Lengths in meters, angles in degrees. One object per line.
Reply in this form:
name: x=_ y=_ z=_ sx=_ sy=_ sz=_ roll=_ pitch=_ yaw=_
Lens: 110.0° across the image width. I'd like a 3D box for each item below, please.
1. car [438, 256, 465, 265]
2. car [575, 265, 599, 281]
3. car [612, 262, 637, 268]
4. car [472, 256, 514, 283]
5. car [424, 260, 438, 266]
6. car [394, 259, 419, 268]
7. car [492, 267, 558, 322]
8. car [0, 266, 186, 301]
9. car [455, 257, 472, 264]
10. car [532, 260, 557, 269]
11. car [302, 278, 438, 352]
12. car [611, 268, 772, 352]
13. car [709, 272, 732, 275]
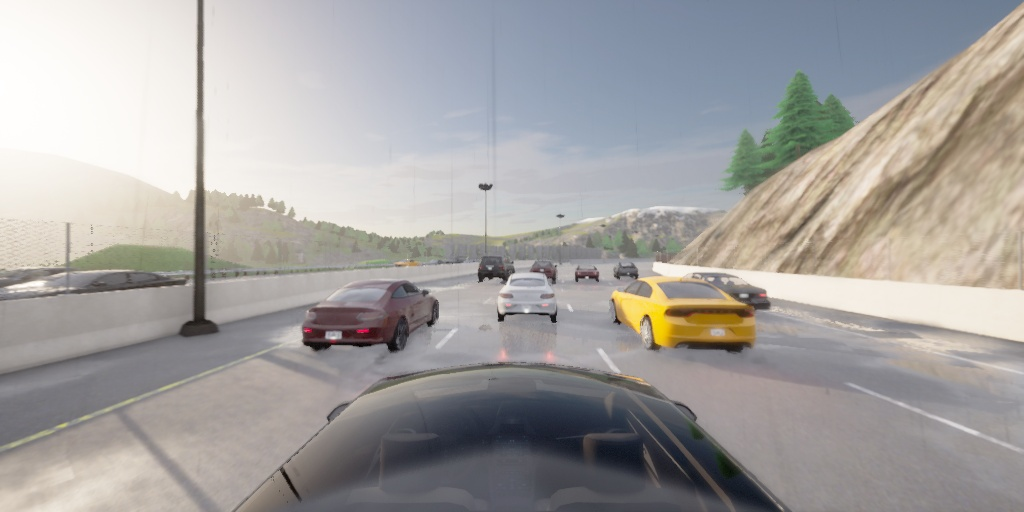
car: x=-9.037 y=0.997 z=56.682 sx=2.150 sy=2.045 sz=5.566 roll=0 pitch=0 yaw=18
car: x=6.224 y=1.393 z=30.068 sx=1.895 sy=1.301 sz=4.718 roll=0 pitch=0 yaw=10
car: x=10.287 y=1.297 z=32.631 sx=2.128 sy=1.511 sz=4.902 roll=0 pitch=0 yaw=11
car: x=-1.166 y=0.993 z=28.332 sx=2.150 sy=2.045 sz=5.566 roll=0 pitch=0 yaw=9
car: x=-12.366 y=1.295 z=57.739 sx=1.812 sy=1.442 sz=4.674 roll=0 pitch=0 yaw=18
car: x=-16.481 y=1.235 z=56.173 sx=1.882 sy=1.535 sz=5.008 roll=0 pitch=0 yaw=17
car: x=0.560 y=1.287 z=12.354 sx=1.812 sy=1.442 sz=4.674 roll=0 pitch=0 yaw=4
car: x=-13.688 y=1.201 z=11.874 sx=1.882 sy=1.535 sz=5.008 roll=0 pitch=0 yaw=4
car: x=-6.343 y=1.259 z=53.504 sx=1.882 sy=1.535 sz=5.008 roll=0 pitch=0 yaw=17
car: x=2.668 y=1.135 z=29.875 sx=2.097 sy=1.767 sz=4.553 roll=0 pitch=0 yaw=10
car: x=-3.158 y=1.274 z=8.815 sx=1.812 sy=1.442 sz=4.674 roll=0 pitch=0 yaw=2
car: x=3.859 y=1.244 z=9.017 sx=1.882 sy=1.535 sz=5.008 roll=0 pitch=0 yaw=2
car: x=7.657 y=1.329 z=14.024 sx=2.033 sy=1.411 sz=5.357 roll=0 pitch=0 yaw=5
